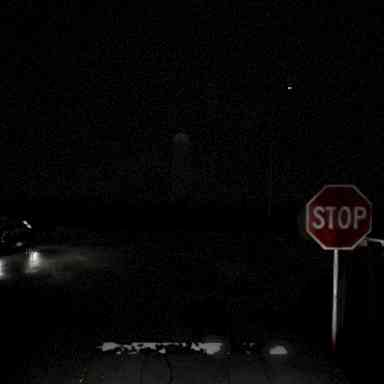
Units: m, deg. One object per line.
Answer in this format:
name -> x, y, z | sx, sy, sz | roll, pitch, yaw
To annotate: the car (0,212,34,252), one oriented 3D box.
car -> -8.406, 1.219, 12.642 | 4.553, 1.767, 2.097 | 3, 3, 15
